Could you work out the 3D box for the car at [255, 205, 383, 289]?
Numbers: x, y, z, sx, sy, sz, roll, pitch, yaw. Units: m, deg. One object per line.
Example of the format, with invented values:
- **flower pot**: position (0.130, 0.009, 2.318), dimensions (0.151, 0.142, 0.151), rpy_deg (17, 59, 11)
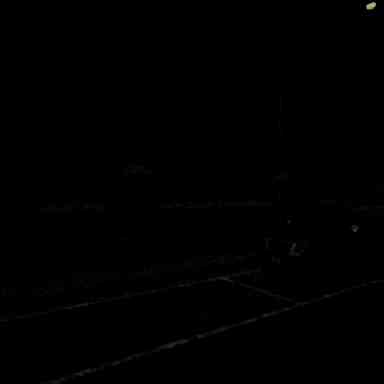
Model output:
- **car**: position (4.058, 1.329, 9.436), dimensions (5.009, 1.841, 2.192), rpy_deg (0, 0, -36)
